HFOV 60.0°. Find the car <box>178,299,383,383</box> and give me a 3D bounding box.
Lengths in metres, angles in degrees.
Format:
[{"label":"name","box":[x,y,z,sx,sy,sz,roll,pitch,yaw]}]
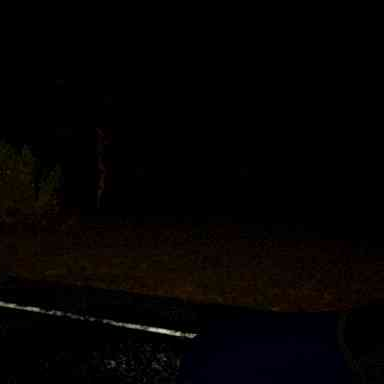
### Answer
[{"label":"car","box":[2.155,1.529,2.432,4.674,1.442,1.812,1,1,19]}]
